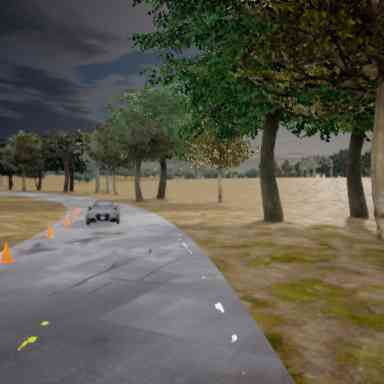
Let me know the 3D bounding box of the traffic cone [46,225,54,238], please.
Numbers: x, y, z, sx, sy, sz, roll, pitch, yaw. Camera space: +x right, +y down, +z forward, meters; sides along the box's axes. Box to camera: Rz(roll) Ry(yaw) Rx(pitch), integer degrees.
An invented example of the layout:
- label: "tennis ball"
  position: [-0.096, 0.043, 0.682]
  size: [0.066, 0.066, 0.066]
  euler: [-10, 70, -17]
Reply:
- label: "traffic cone"
  position: [-6.379, 1.758, 14.918]
  size: [0.340, 0.580, 0.340]
  euler: [0, 1, -10]

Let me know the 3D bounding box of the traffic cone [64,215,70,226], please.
- label: "traffic cone"
  position: [-7.366, 1.680, 19.684]
  size: [0.340, 0.580, 0.340]
  euler: [0, 1, -13]

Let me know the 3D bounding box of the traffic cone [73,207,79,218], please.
- label: "traffic cone"
  position: [-8.587, 1.593, 24.396]
  size: [0.340, 0.580, 0.340]
  euler: [0, 1, -16]

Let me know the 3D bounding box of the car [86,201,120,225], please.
- label: "car"
  position: [-5.620, 1.262, 21.143]
  size: [1.994, 1.385, 4.181]
  euler: [0, 1, -14]

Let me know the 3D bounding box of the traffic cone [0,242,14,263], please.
- label: "traffic cone"
  position: [-5.628, 1.825, 10.109]
  size: [0.340, 0.580, 0.340]
  euler: [0, 1, -7]
